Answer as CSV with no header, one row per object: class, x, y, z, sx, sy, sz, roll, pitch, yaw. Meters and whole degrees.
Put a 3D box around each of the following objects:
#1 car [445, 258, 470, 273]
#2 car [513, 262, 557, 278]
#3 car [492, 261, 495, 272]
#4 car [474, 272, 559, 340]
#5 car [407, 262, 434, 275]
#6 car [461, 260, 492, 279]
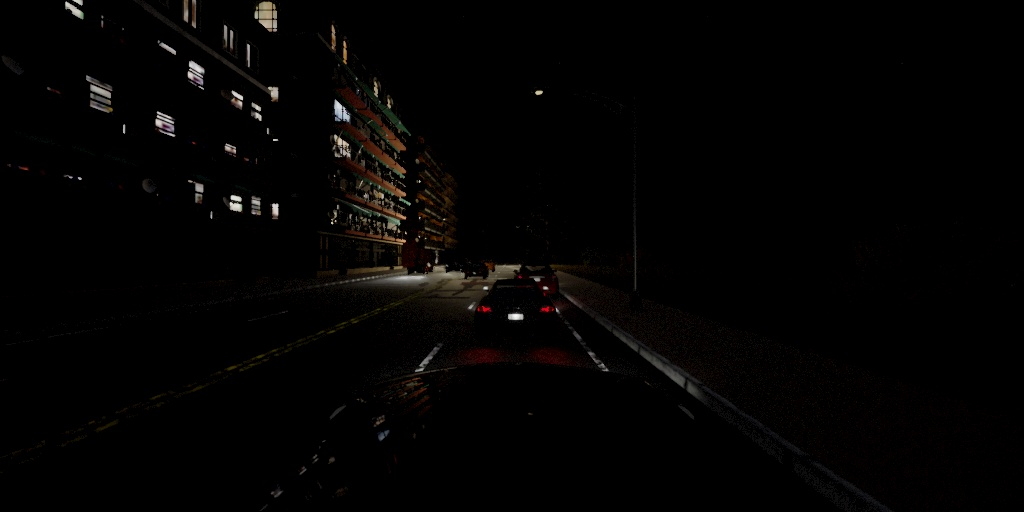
car,-6.571,1.103,42.574,2.097,1.767,4.553,0,0,0
car,1.148,1.103,18.524,2.097,1.767,4.553,0,0,0
car,-3.119,1.229,45.459,1.882,1.535,5.008,0,0,0
car,0.100,1.315,9.944,1.994,1.385,4.181,0,0,0
car,-9.825,1.353,38.657,1.895,1.301,4.718,0,0,0
car,-3.129,1.279,32.231,1.812,1.442,4.674,0,-1,0
